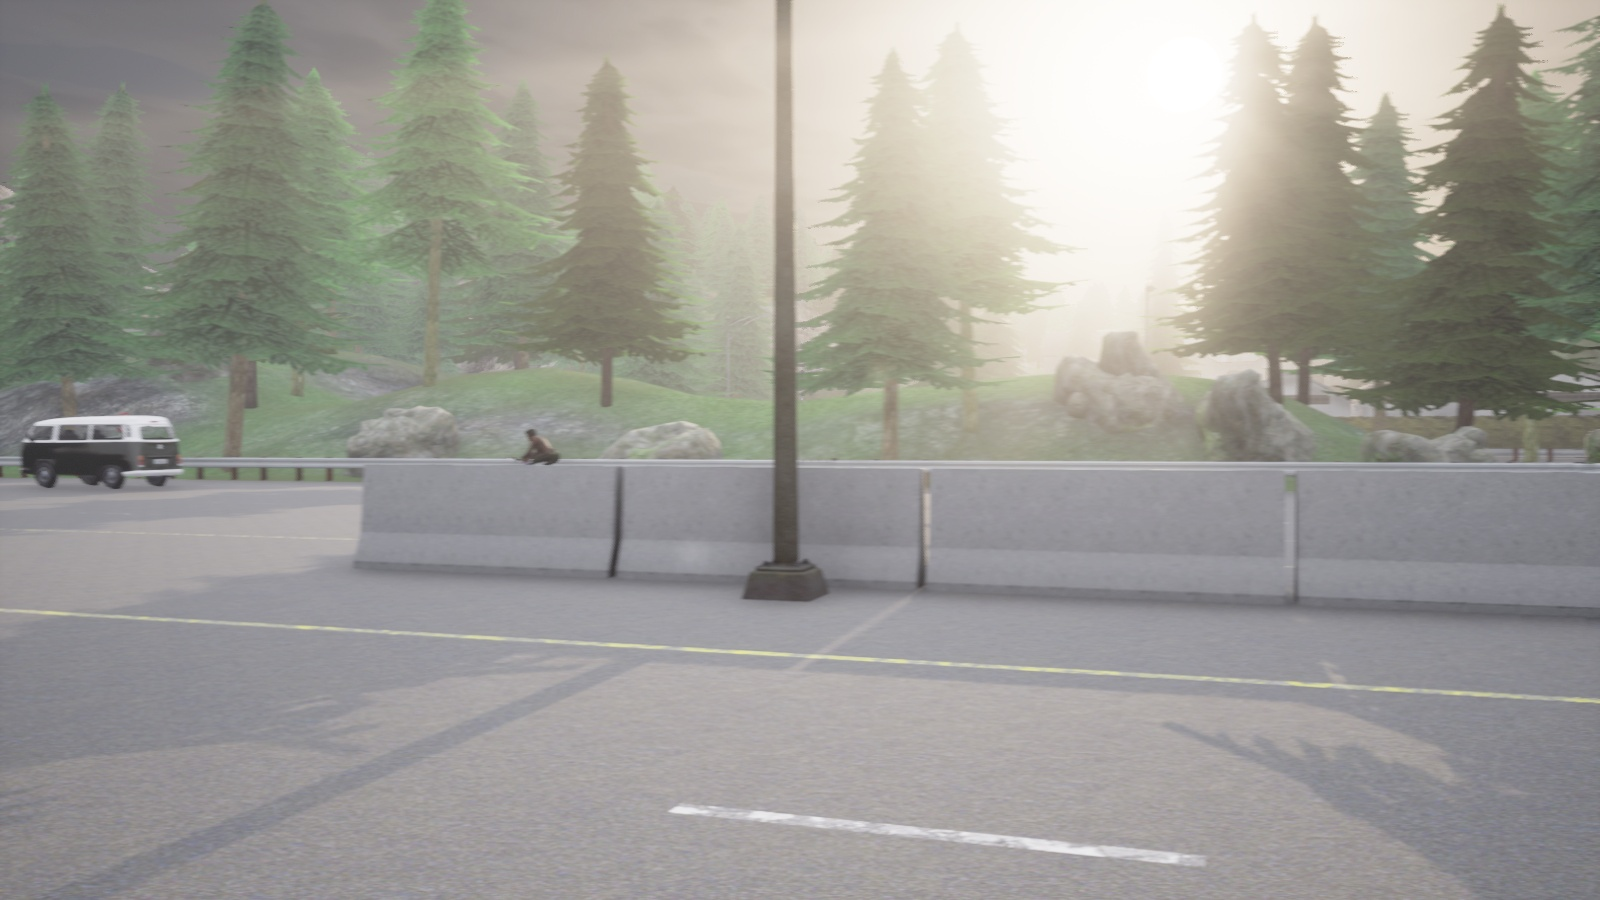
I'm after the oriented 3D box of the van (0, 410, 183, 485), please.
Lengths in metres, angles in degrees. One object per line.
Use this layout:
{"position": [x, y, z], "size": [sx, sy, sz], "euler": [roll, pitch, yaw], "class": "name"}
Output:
{"position": [-20.197, -0.101, 35.834], "size": [4.480, 2.038, 2.069], "euler": [1, 1, 19], "class": "van"}
